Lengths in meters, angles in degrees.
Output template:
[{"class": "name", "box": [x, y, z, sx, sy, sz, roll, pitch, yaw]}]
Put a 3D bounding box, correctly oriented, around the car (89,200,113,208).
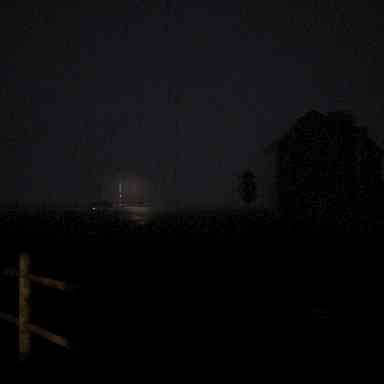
[{"class": "car", "box": [-17.718, 2.349, 64.738, 1.837, 1.490, 4.892, 0, -1, 36]}]
